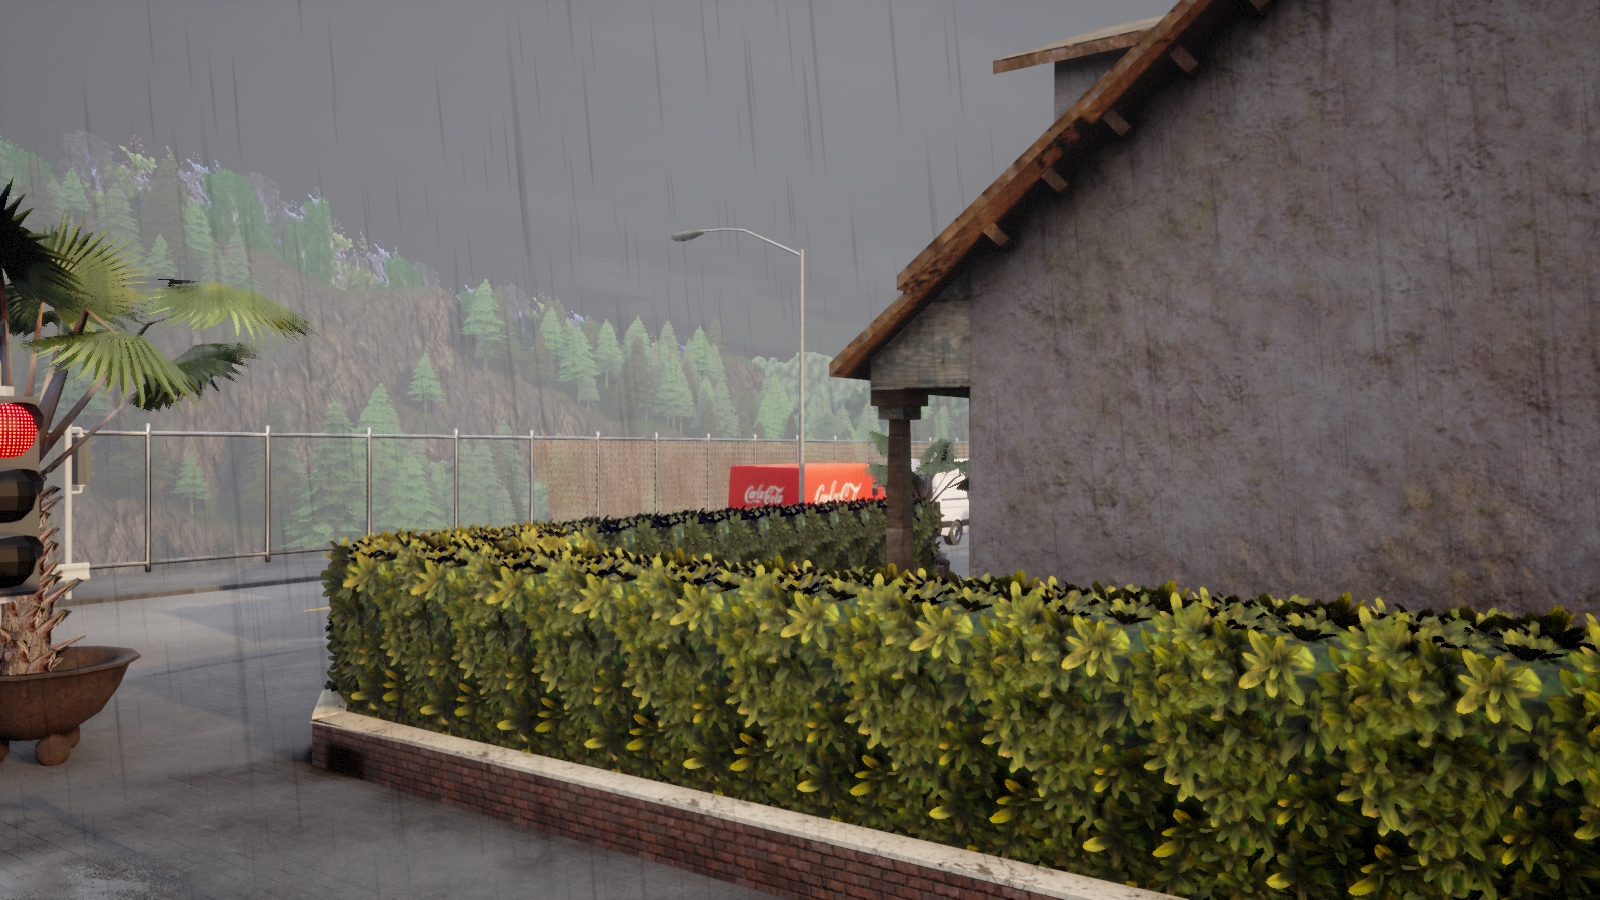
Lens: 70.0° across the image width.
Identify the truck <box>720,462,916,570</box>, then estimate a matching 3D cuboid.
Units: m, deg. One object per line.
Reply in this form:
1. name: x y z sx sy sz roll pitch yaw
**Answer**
1. truck: 0.584 1.568 29.600 2.627 2.467 5.204 0 0 35
